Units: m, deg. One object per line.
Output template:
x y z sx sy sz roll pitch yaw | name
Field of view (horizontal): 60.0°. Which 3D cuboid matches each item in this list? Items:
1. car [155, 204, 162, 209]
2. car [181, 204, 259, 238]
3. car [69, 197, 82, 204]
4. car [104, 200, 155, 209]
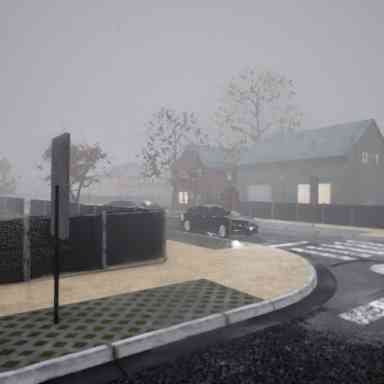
-4.329 1.462 29.557 1.994 1.385 4.181 1 0 -37 | car
1.288 1.430 17.217 1.837 1.490 4.892 1 0 -36 | car
-13.834 1.285 37.278 1.882 1.535 5.008 1 0 -37 | car
-5.139 1.352 25.759 1.882 1.535 5.008 1 0 -37 | car
